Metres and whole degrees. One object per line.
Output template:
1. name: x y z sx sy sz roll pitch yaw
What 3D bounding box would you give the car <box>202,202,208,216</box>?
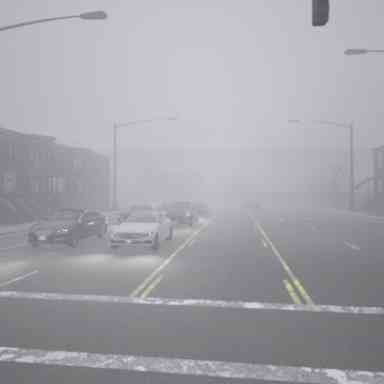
1. car: 0.549 1.723 33.990 1.895 1.301 4.718 0 0 8

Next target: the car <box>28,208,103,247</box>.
1. car: -5.493 1.536 15.346 2.128 1.511 4.902 0 0 8

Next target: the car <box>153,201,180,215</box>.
1. car: -2.695 1.725 36.080 1.895 1.301 4.718 0 0 8

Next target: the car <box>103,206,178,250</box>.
1. car: -2.053 1.575 14.740 1.812 1.442 4.674 0 0 8

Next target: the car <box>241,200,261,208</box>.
1. car: 8.791 1.796 50.335 1.895 1.301 4.718 0 0 -7

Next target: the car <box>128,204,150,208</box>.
1. car: -4.098 1.631 25.804 2.033 1.411 5.357 0 0 7

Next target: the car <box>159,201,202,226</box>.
1. car: -0.789 1.436 24.094 2.097 1.767 4.553 0 0 8
